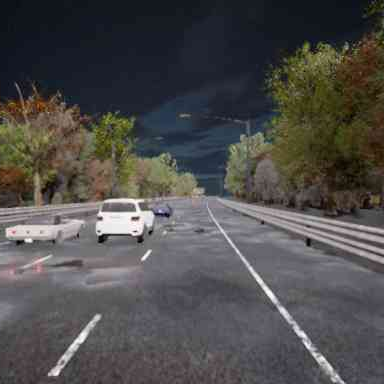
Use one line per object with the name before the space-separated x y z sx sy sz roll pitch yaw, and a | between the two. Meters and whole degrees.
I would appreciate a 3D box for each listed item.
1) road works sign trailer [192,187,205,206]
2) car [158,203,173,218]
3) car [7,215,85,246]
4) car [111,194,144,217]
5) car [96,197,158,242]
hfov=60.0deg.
road works sign trailer | 1.308 0.842 65.088 2.380 3.560 2.880 1 -2 2
car | -3.034 1.857 34.237 1.994 1.385 4.181 0 0 1
car | -6.801 1.745 16.172 1.895 1.301 4.718 0 0 1
car | -6.371 1.405 33.590 2.097 1.767 4.553 11 -4 2
car | -3.295 1.375 17.334 2.150 2.045 5.566 0 0 1
